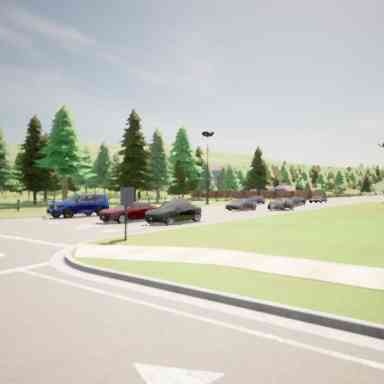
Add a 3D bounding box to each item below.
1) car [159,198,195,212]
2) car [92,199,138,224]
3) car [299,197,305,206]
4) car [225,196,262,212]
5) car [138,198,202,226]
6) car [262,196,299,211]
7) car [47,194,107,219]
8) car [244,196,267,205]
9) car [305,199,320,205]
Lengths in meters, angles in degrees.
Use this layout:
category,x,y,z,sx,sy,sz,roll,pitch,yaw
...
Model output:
category,x,y,z,sx,sy,sz,roll,pitch,yaw
car,-1.790,1.513,40.694,1.812,1.442,4.674,0,1,36
car,-4.633,1.468,24.992,1.882,1.535,5.008,0,0,36
car,17.241,1.489,54.683,1.882,1.535,5.008,0,0,36
car,5.927,1.538,39.406,2.033,1.411,5.357,0,0,36
car,-1.217,1.470,23.733,1.882,1.535,5.008,0,0,36
car,10.639,1.483,39.905,2.128,1.511,4.902,0,0,36
car,-9.953,1.209,29.573,2.150,2.045,5.566,0,0,37
car,11.207,1.480,58.304,2.128,1.511,4.902,0,0,37
car,20.064,1.187,52.615,2.033,1.411,5.357,0,0,36
